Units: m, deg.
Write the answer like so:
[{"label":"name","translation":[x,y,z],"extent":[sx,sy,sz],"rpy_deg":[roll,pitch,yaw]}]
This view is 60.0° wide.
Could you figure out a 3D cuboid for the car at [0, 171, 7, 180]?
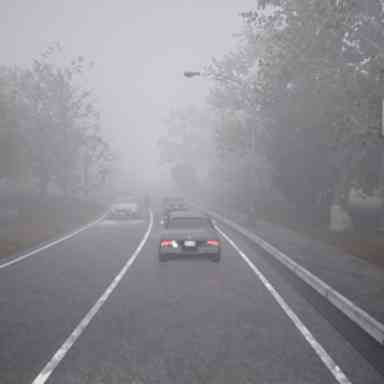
[{"label":"car","translation":[-46.421,-3.787,78.016],"extent":[2.150,2.045,5.566],"rpy_deg":[1,6,9]}]

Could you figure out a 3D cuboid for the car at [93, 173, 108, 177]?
[{"label":"car","translation":[-24.856,-4.872,91.380],"extent":[4.553,1.767,2.097],"rpy_deg":[0,6,1]}]

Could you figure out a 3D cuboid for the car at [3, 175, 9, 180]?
[{"label":"car","translation":[-43.492,-3.276,76.161],"extent":[1.994,1.385,4.181],"rpy_deg":[1,6,9]}]

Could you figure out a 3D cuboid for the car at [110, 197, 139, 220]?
[{"label":"car","translation":[-4.795,1.090,24.043],"extent":[1.812,1.442,4.674],"rpy_deg":[-1,1,-7]}]

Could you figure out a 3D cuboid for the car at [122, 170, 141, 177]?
[{"label":"car","translation":[-16.881,-5.195,92.755],"extent":[5.566,2.045,2.150],"rpy_deg":[2,6,24]}]

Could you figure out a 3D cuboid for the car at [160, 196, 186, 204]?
[{"label":"car","translation":[-1.448,1.011,26.221],"extent":[2.033,1.411,5.357],"rpy_deg":[-1,2,-8]}]

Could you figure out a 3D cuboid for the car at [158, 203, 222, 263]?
[{"label":"car","translation":[-0.117,1.340,11.148],"extent":[2.033,1.411,5.357],"rpy_deg":[0,1,-1]}]
